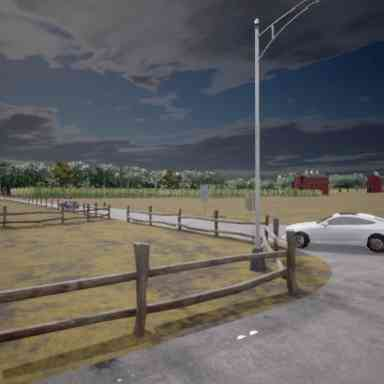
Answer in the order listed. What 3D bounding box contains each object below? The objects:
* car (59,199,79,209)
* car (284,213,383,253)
[{"bbox_3d":[-18.546,1.762,50.082,2.033,1.411,5.357,-1,1,-35],"label":"car"},{"bbox_3d":[6.325,1.614,14.063,4.674,1.442,1.812,-1,0,26],"label":"car"}]
